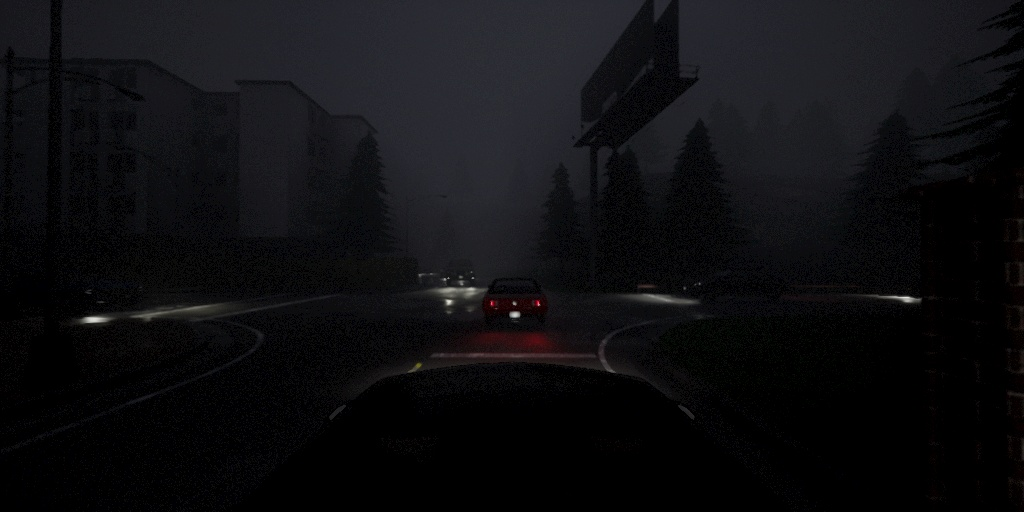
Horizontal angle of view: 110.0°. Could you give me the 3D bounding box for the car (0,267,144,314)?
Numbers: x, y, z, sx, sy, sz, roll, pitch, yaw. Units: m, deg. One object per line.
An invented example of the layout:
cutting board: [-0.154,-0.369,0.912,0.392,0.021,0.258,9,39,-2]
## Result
car: [-16.160,1.155,12.779,5.008,1.535,1.882,0,-1,0]

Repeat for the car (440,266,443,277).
car: [-6.742,1.607,39.628,1.837,1.490,4.892,0,0,-22]

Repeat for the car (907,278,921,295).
car: [21.731,1.279,17.166,4.181,1.385,1.994,0,-1,-1]

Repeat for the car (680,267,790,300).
car: [10.478,1.241,16.968,4.674,1.442,1.812,0,-1,-1]

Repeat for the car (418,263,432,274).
car: [-13.096,1.736,51.052,1.812,1.442,4.674,0,0,-37]

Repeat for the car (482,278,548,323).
car: [0.087,1.395,12.372,1.895,1.301,4.718,0,-1,0]

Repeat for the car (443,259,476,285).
car: [-4.173,1.227,29.178,2.150,2.045,5.566,0,-1,-8]
